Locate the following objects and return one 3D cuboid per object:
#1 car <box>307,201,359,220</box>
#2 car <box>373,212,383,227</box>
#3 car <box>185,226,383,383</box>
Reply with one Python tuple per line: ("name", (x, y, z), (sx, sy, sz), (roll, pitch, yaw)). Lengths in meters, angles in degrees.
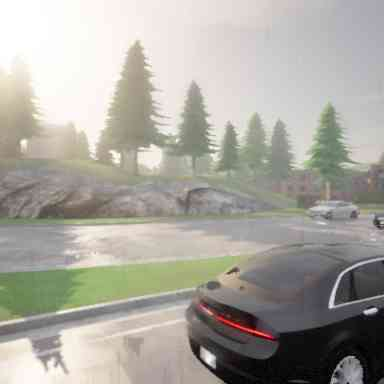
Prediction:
("car", (11.412, 1.447, 26.779), (4.674, 1.442, 1.812), (0, 0, -27))
("car", (12.875, 1.445, 19.683), (4.902, 1.511, 2.128), (0, 0, -27))
("car", (2.256, 1.490, 4.734), (4.892, 1.490, 1.837), (0, 0, -30))
